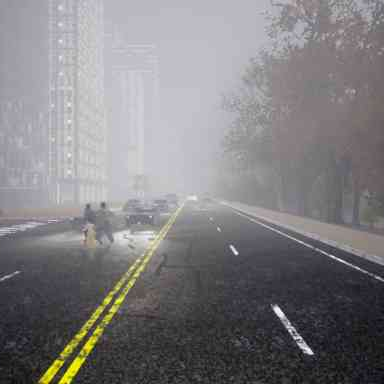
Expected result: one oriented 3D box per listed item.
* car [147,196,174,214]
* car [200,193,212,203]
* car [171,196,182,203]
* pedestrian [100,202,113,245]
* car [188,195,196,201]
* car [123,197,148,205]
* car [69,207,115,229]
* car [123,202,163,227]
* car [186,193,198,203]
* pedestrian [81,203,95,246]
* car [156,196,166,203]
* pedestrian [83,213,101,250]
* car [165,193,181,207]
[{"bbox_3d":[-3.353,1.504,36.202,1.837,1.490,4.892,0,0,0],"label":"car"},{"bbox_3d":[3.244,1.526,69.730,2.128,1.511,4.902,0,0,0],"label":"car"},{"bbox_3d":[-3.256,1.530,69.323,2.128,1.511,4.902,0,0,0],"label":"car"},{"bbox_3d":[-3.750,1.316,14.234,0.375,1.860,0.375,0,0,0],"label":"pedestrian"},{"bbox_3d":[-0.005,1.433,80.124,2.033,1.411,5.357,0,0,0],"label":"car"},{"bbox_3d":[-6.602,1.506,37.921,1.837,1.490,4.892,0,0,0],"label":"car"},{"bbox_3d":[-6.620,1.687,22.480,1.895,1.301,4.718,-1,1,0],"label":"car"},{"bbox_3d":[-3.363,1.656,23.343,1.895,1.301,4.718,0,0,0],"label":"car"},{"bbox_3d":[-0.004,1.226,69.760,2.150,2.045,5.566,0,0,0],"label":"car"},{"bbox_3d":[-4.152,1.303,13.571,0.375,1.860,0.375,0,0,0],"label":"pedestrian"},{"bbox_3d":[-6.506,1.531,70.589,1.812,1.442,4.674,0,0,0],"label":"car"},{"bbox_3d":[-3.898,1.573,12.949,0.375,1.300,0.375,0,0,0],"label":"pedestrian"},{"bbox_3d":[-3.348,1.227,53.128,2.150,2.045,5.566,0,0,0],"label":"car"}]
